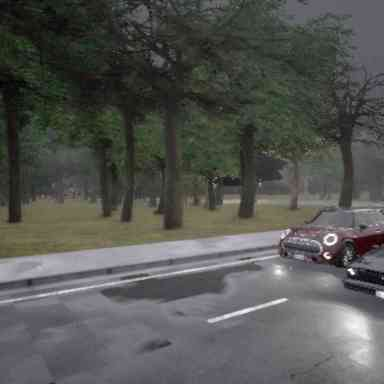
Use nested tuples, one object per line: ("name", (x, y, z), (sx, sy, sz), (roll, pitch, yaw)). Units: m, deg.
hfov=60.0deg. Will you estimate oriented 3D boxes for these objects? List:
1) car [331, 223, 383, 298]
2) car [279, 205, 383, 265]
("car", (5.773, 1.551, 7.807), (5.357, 1.411, 2.033), (0, 0, -36))
("car", (5.045, 1.356, 11.280), (4.553, 1.767, 2.097), (0, 0, -36))
